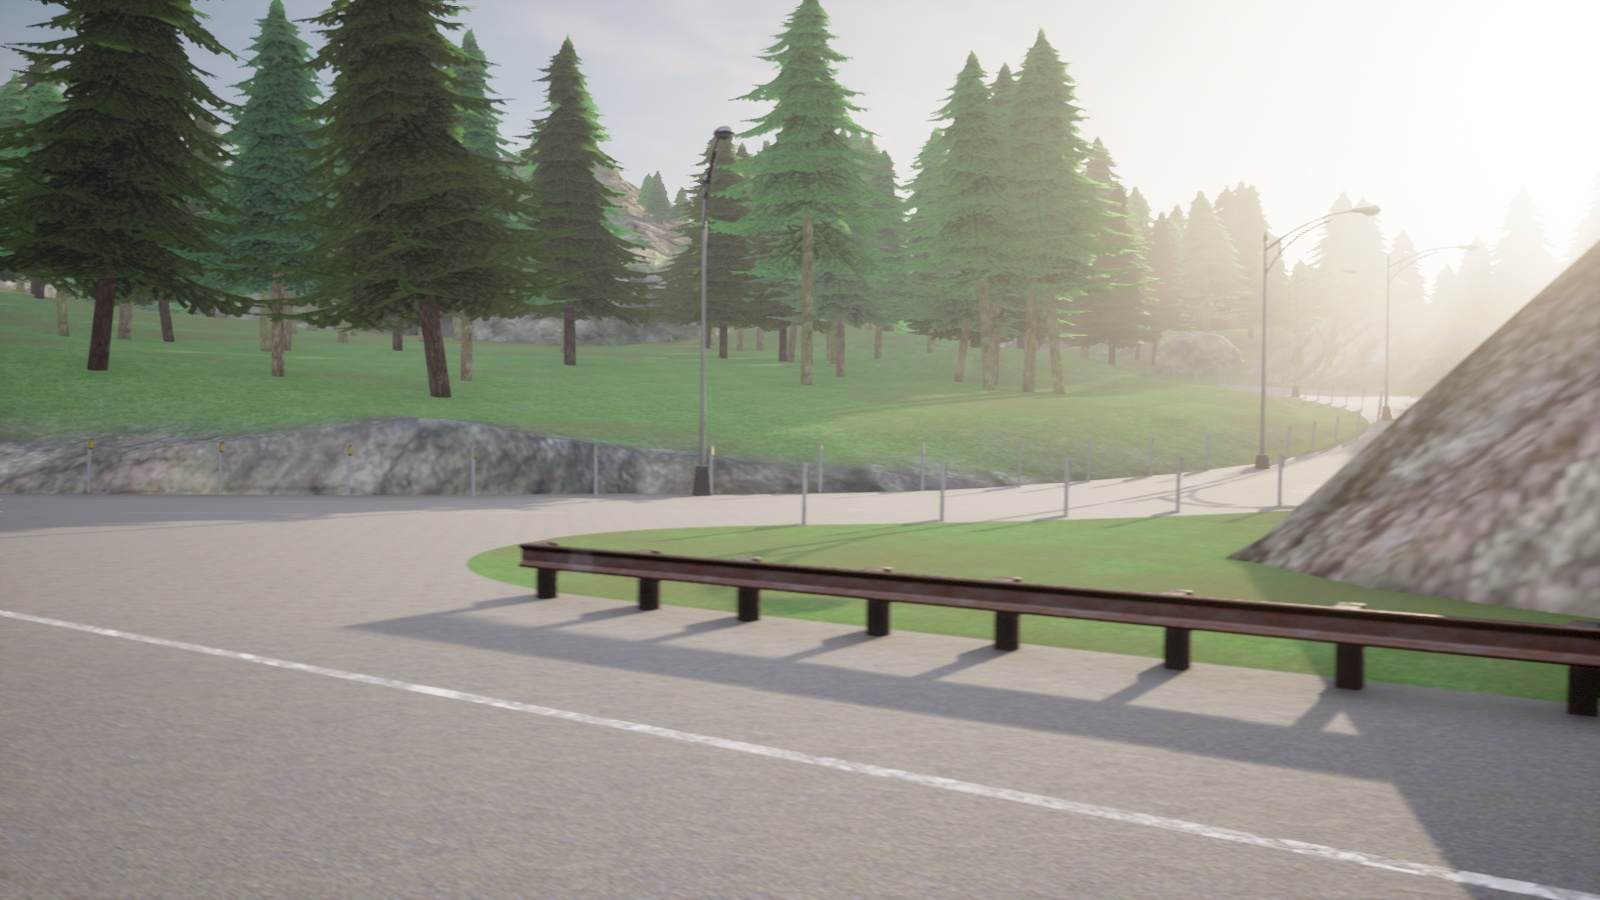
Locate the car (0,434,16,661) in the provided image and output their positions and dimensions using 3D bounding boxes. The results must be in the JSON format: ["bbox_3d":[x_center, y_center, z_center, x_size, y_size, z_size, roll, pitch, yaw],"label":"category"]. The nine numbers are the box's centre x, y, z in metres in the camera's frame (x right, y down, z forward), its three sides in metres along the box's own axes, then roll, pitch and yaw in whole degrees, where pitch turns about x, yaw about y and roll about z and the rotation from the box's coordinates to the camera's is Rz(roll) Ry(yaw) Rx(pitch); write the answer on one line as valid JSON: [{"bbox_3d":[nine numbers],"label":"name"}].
[{"bbox_3d":[-7.284,0.647,8.462,3.806,1.475,1.970,0,1,34],"label":"car"}]
